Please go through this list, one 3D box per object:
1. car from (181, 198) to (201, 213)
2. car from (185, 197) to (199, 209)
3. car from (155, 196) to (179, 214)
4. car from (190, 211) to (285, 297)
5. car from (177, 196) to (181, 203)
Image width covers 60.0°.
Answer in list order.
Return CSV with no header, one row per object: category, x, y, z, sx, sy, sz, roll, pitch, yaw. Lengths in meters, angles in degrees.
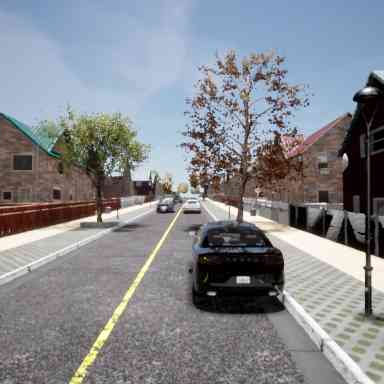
car,0.019,1.573,36.956,1.812,1.442,4.674,0,0,0
car,-0.018,1.540,47.196,1.882,1.535,5.008,0,0,0
car,-2.904,1.538,36.508,2.128,1.511,4.902,0,0,0
car,0.951,1.487,8.676,1.882,1.535,5.008,0,0,0
car,-2.852,1.629,66.816,1.812,1.442,4.674,0,0,0
